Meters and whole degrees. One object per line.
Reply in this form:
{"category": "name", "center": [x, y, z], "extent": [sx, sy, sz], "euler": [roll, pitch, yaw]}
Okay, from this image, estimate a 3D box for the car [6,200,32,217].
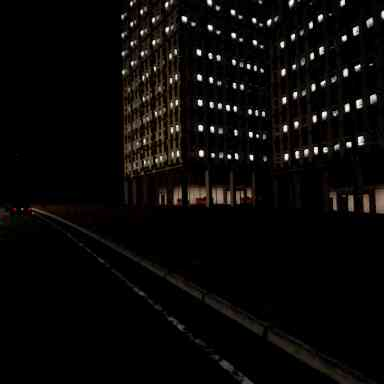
{"category": "car", "center": [-17.438, 1.704, 33.804], "extent": [2.033, 1.411, 5.357], "euler": [0, 0, -31]}
